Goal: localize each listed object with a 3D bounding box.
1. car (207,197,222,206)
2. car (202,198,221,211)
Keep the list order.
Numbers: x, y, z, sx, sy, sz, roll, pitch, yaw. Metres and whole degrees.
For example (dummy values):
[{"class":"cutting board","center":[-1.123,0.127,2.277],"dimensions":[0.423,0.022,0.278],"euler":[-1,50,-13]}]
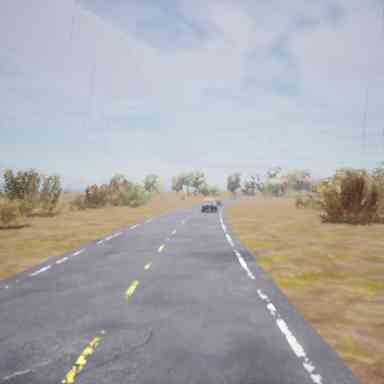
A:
[{"class":"car","center":[4.448,1.809,60.090],"dimensions":[2.033,1.411,5.357],"euler":[0,0,9]},{"class":"car","center":[2.364,1.787,43.000],"dimensions":[1.895,1.301,4.718],"euler":[0,0,6]}]
